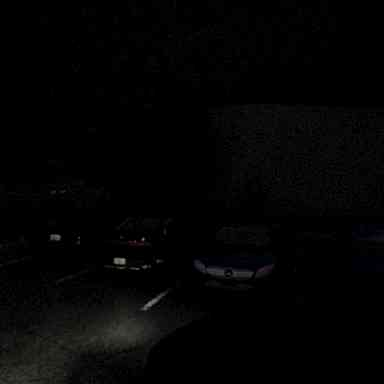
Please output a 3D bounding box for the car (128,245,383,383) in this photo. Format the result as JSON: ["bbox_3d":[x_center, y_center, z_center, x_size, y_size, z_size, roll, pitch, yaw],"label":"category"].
[{"bbox_3d":[1.865,1.484,2.091,5.008,1.535,1.882,0,0,36],"label":"car"}]

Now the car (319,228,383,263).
[{"bbox_3d":[3.746,1.475,6.774,2.097,1.535,5.008,0,-1,16],"label":"car"}]

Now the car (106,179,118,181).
[{"bbox_3d":[-18.787,-2.106,72.239,4.553,1.767,2.185,3,6,35],"label":"car"}]

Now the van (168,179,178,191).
[{"bbox_3d":[-5.239,-1.179,60.789,4.442,1.987,1.878,5,8,37],"label":"van"}]

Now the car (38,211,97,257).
[{"bbox_3d":[-3.344,1.432,12.111,2.163,1.488,4.792,1,-1,18],"label":"car"}]

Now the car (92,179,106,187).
[{"bbox_3d":[-21.209,-1.790,70.588,4.792,1.488,2.163,3,5,35],"label":"car"}]

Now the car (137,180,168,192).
[{"bbox_3d":[-7.693,-1.040,59.121,5.566,2.045,2.435,5,8,37],"label":"car"}]

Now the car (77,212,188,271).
[{"bbox_3d":[-1.006,1.426,10.285,2.231,1.521,4.892,0,-1,17],"label":"car"}]

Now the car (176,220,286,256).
[{"bbox_3d":[1.371,1.490,8.524,2.002,1.452,4.674,1,0,17],"label":"car"}]

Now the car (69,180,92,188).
[{"bbox_3d":[-23.661,-1.618,68.934,4.674,1.452,2.002,3,5,35],"label":"car"}]

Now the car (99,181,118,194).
[{"bbox_3d":[-12.718,-0.472,55.915,5.008,1.535,2.097,5,7,37],"label":"car"}]

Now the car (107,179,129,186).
[{"bbox_3d":[-16.405,-2.116,73.956,4.792,1.488,2.163,3,6,35],"label":"car"}]
